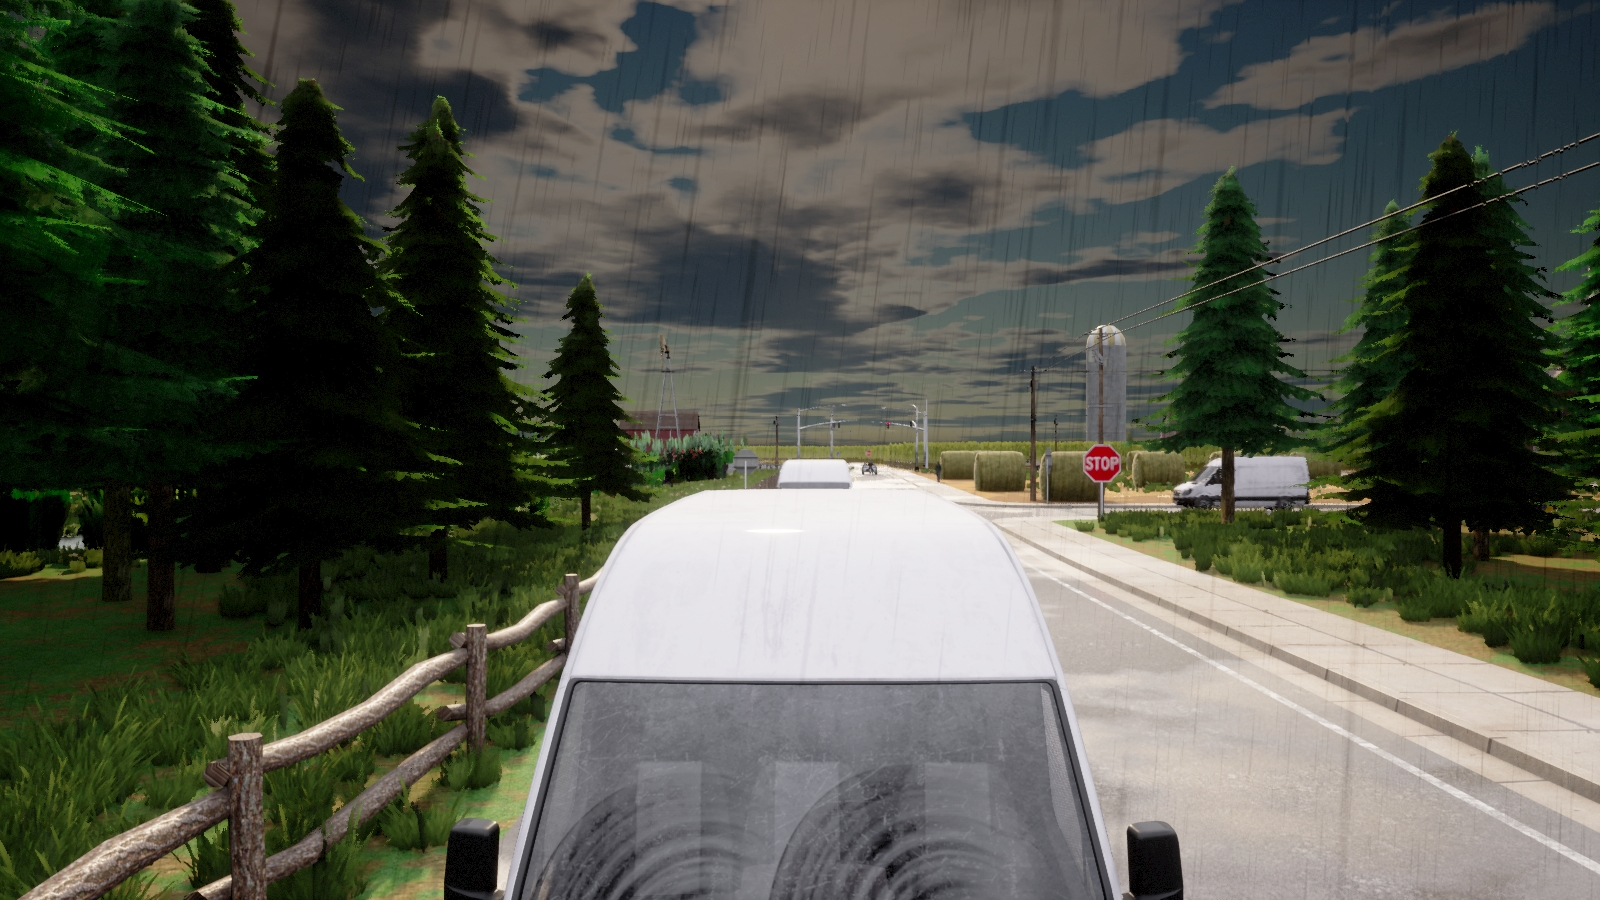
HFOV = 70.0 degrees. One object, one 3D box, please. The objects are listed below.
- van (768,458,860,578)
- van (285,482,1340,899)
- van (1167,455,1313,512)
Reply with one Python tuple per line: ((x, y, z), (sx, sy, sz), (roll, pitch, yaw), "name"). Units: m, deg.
((0.370, 1.500, 27.731), (1.988, 2.561, 5.915), (0, 0, 1), "van")
((0.056, 1.508, 5.110), (1.988, 2.561, 5.915), (0, 0, 1), "van")
((20.186, 1.534, 52.576), (5.915, 2.561, 1.988), (0, 0, 0), "van")
